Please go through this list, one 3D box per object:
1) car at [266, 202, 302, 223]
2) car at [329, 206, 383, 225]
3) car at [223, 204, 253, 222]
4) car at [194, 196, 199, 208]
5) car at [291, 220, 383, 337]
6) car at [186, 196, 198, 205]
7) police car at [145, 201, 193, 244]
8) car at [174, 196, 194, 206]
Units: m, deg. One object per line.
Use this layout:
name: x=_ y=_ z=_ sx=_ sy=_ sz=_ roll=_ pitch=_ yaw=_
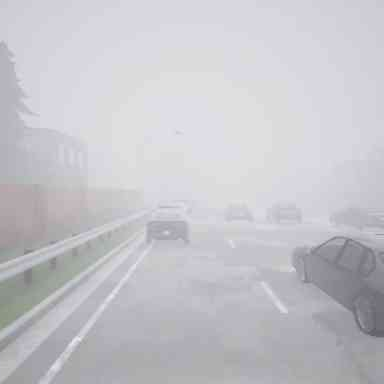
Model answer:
car: x=7.101 y=1.537 z=26.042 sx=2.128 sy=1.511 sz=4.902 roll=0 pitch=0 yaw=0
car: x=10.601 y=1.584 z=21.059 sx=2.033 sy=1.411 sz=5.357 roll=0 pitch=0 yaw=0
car: x=3.602 y=1.611 z=26.673 sx=1.994 sy=1.385 sz=4.181 roll=0 pitch=0 yaw=0
car: x=0.005 y=1.592 z=49.356 sx=1.837 sy=1.490 sz=4.892 roll=0 pitch=0 yaw=0
car: x=3.602 y=1.559 z=6.592 sx=2.033 sy=1.411 sz=5.357 roll=0 pitch=0 yaw=0
car: x=0.004 y=1.606 z=64.627 sx=2.128 sy=1.511 sz=4.902 roll=0 pitch=0 yaw=0
police car: x=-1.049 y=1.454 z=16.120 sx=1.930 sy=1.638 sz=5.238 roll=0 pitch=0 yaw=0
car: x=-1.049 y=1.408 z=31.981 sx=2.097 sy=1.767 sz=4.553 roll=0 pitch=0 yaw=0
